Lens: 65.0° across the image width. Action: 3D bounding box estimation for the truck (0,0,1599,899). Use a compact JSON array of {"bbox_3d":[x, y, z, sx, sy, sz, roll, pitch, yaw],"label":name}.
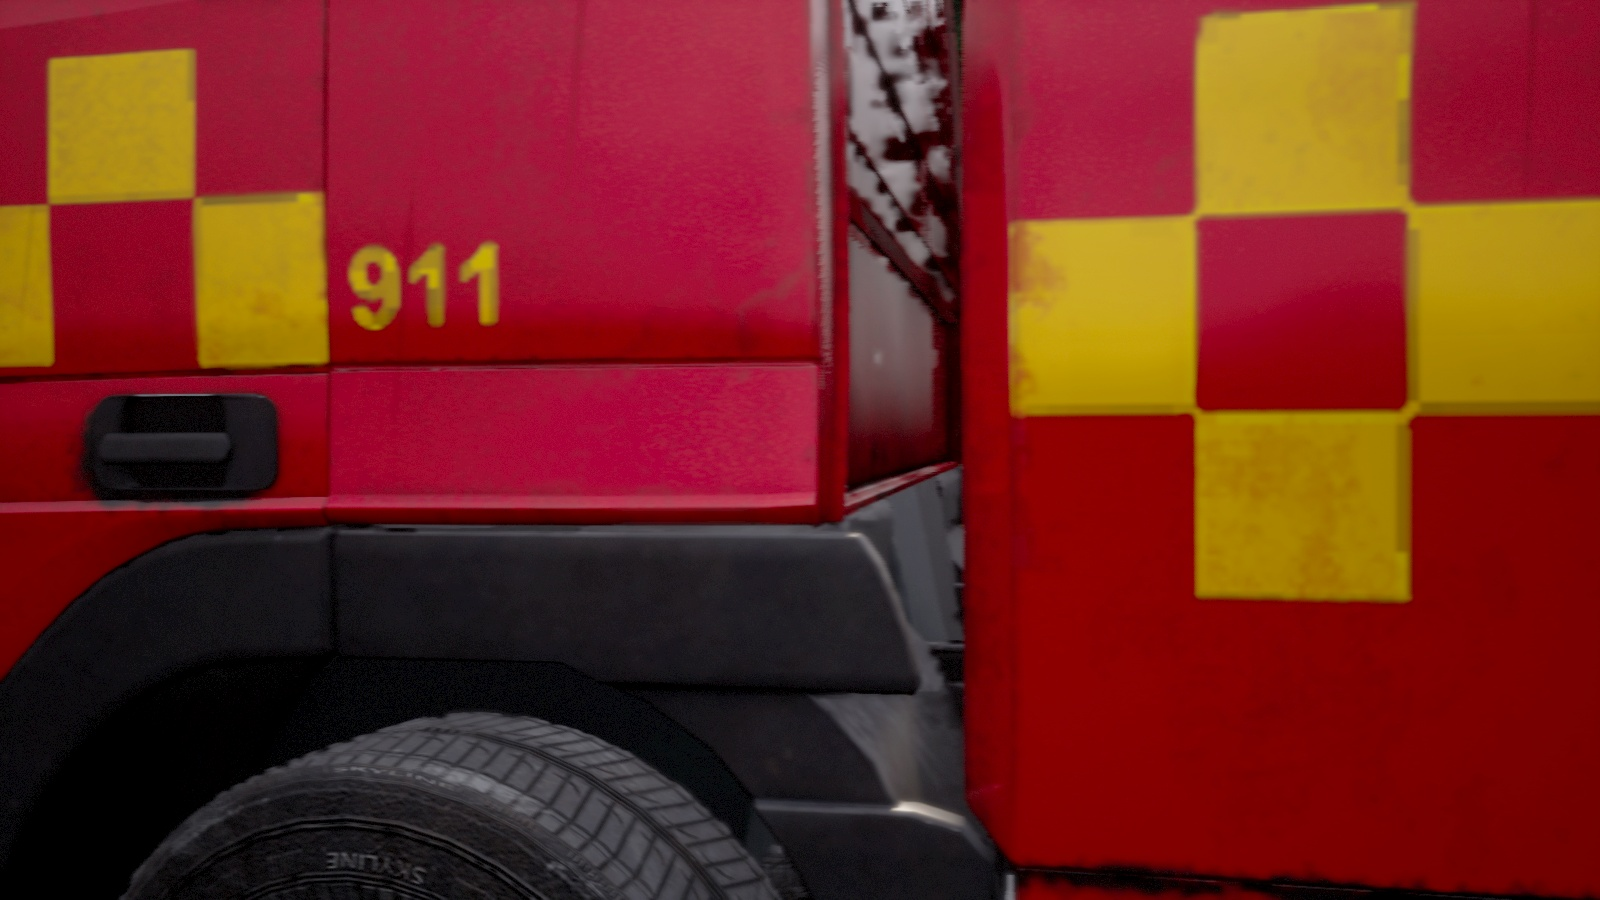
[{"bbox_3d":[1.909,-0.367,2.541,8.468,3.827,2.891,0,1,11],"label":"truck"}]
